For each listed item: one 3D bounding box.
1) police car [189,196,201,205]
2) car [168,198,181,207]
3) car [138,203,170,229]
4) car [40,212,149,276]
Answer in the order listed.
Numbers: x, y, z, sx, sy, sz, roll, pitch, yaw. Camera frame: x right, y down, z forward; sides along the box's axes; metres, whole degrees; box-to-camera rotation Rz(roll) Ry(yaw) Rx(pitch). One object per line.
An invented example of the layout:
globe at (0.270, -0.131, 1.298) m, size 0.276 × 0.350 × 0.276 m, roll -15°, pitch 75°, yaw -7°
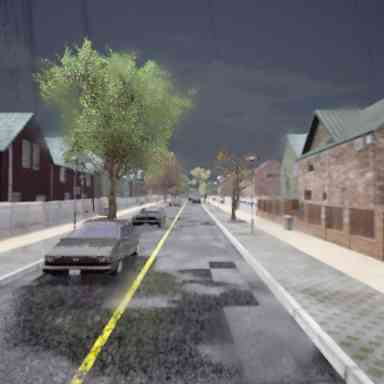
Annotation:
police car at (0.905, 1.684, 66.756) m, size 1.930 × 1.638 × 5.238 m, roll 0°, pitch 0°, yaw 0°
car at (-2.848, 1.711, 54.569) m, size 1.837 × 1.490 × 4.892 m, roll 0°, pitch 0°, yaw 1°
car at (-2.800, 1.683, 22.609) m, size 1.895 × 1.301 × 4.718 m, roll 0°, pitch 0°, yaw 0°
car at (-2.852, 1.586, 10.776) m, size 2.033 × 1.411 × 5.357 m, roll 0°, pitch 0°, yaw 0°
